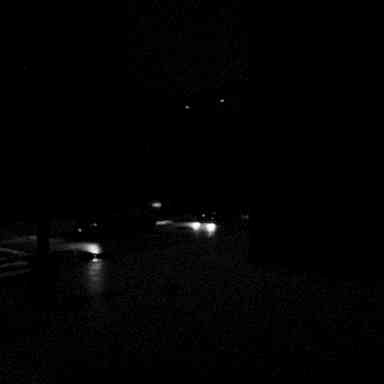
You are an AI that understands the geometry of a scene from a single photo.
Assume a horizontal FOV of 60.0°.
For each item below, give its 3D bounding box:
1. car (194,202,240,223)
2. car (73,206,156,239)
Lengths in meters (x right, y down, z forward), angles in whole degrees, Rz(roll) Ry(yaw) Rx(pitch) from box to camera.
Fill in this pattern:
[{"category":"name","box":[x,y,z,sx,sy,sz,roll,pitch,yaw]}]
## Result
[{"category":"car","box":[1.971,1.489,25.279,1.994,1.385,4.181,0,0,35]},{"category":"car","box":[-3.804,1.467,17.170,1.812,1.442,4.674,0,0,36]}]
